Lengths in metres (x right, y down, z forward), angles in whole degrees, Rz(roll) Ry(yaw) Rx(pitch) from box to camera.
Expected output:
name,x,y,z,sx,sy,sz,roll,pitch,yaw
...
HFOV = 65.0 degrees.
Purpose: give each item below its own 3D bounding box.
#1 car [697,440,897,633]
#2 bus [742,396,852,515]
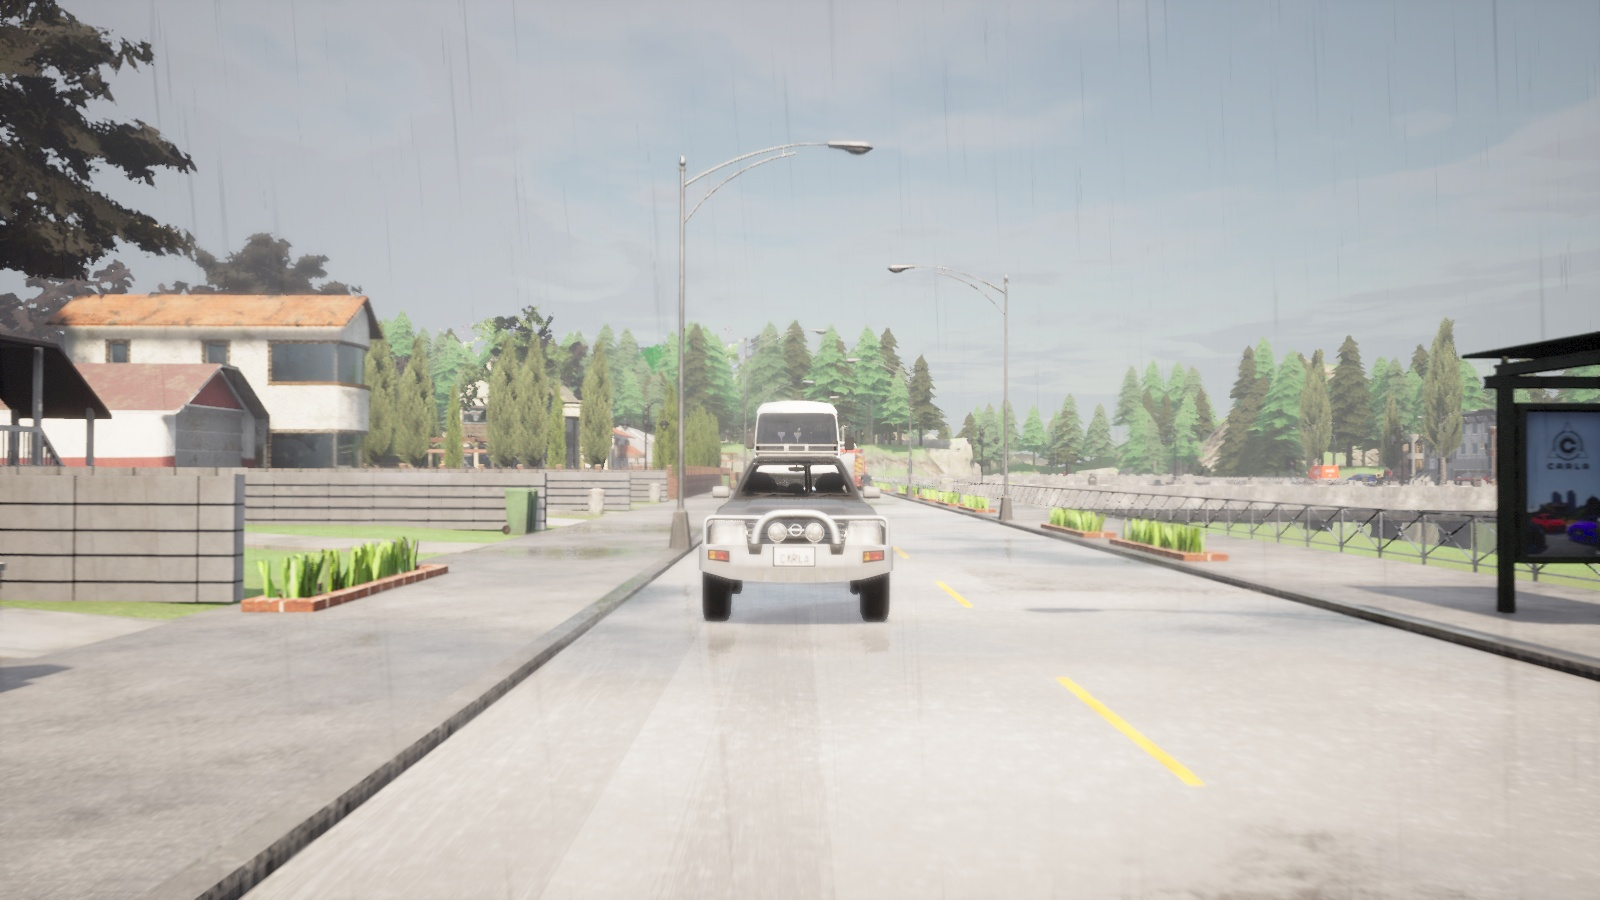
name,x,y,z,sx,sy,sz,roll,pitch,yaw
car,-0.035,0.873,14.442,1.932,1.855,4.605,0,-1,0
bus,-0.123,0.277,50.074,3.944,4.253,10.273,0,-1,0
